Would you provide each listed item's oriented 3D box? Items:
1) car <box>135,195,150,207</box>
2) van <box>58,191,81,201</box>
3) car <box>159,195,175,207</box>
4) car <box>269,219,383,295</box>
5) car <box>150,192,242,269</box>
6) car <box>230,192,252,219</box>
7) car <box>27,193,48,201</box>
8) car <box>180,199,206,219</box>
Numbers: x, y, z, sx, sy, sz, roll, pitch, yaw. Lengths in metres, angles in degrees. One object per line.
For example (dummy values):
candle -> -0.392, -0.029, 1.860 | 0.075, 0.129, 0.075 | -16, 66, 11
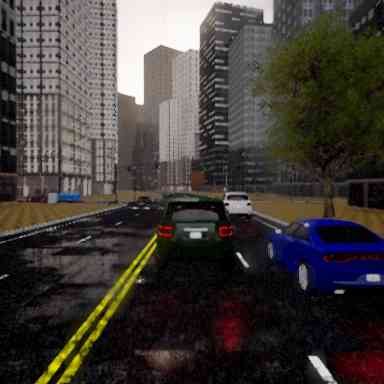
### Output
car -> -6.503, 1.238, 44.856 | 1.837, 1.490, 4.892 | 0, 0, 0
van -> -22.655, 0.752, 61.699 | 3.998, 1.788, 1.690 | 0, 1, 1
car -> -3.253, 1.121, 44.856 | 1.812, 1.442, 4.674 | 0, 0, 0
car -> 3.346, 1.421, 8.607 | 1.882, 1.535, 5.008 | 0, 0, 0
car -> 0.098, 1.150, 11.041 | 2.150, 2.045, 5.566 | 0, 1, 0
car -> 3.347, 1.039, 26.673 | 2.150, 2.045, 5.566 | 0, 0, 0
car -> -28.194, 0.930, 61.747 | 4.507, 1.381, 1.887 | 0, 1, 1
car -> 0.098, 1.372, 27.905 | 1.994, 1.385, 4.181 | 0, 0, 0
